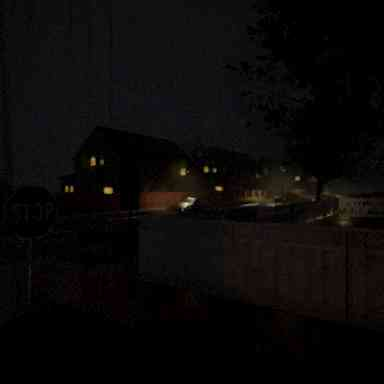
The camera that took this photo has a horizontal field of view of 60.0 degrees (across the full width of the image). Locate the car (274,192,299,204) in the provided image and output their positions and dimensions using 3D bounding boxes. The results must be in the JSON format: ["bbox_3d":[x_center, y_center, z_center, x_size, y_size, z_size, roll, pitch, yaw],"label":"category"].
[{"bbox_3d":[12.108,0.741,42.568,1.882,1.535,5.008,2,2,36],"label":"car"}]

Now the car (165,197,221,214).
[{"bbox_3d":[0.239,1.118,25.820,2.033,1.411,5.357,2,2,35],"label":"car"}]
